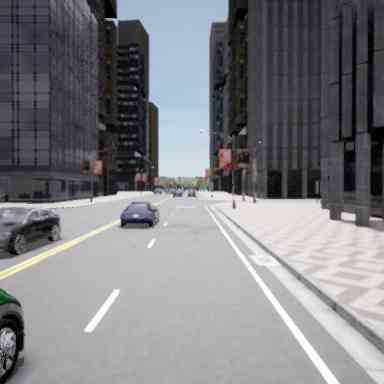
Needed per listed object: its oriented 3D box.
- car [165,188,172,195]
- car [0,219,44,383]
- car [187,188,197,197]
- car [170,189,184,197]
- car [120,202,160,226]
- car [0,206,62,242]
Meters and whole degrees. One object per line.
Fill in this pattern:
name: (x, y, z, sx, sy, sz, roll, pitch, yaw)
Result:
car: (-6.535, -0.181, 95.104, 2.150, 2.045, 5.566, 0, 1, 0)
car: (-3.150, 1.320, 2.344, 2.097, 1.767, 4.553, 0, 1, 0)
car: (-0.027, 0.447, 75.107, 1.812, 1.442, 4.674, 0, 1, 0)
car: (-3.277, 0.447, 75.106, 1.812, 1.442, 4.674, 0, 1, 0)
car: (-3.156, 1.286, 20.743, 1.994, 1.385, 4.181, 0, 1, 0)
car: (-6.576, 1.327, 12.509, 2.128, 1.511, 4.902, 0, 1, 0)
